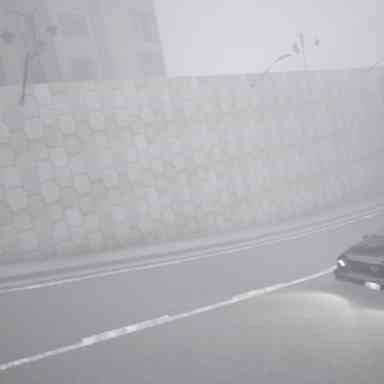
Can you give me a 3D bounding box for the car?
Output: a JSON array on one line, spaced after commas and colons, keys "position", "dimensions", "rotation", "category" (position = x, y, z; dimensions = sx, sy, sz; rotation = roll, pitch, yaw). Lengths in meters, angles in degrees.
[{"position": [5.585, 1.238, 7.855], "dimensions": [5.357, 1.411, 2.033], "rotation": [-4, 2, -35], "category": "car"}]
